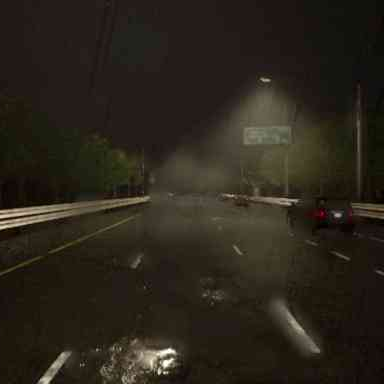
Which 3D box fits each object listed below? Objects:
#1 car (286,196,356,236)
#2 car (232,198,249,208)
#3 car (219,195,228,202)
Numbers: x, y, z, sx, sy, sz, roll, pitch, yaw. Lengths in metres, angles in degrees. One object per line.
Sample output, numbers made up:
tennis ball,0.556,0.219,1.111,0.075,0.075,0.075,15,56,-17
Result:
car,7.016,1.221,18.650,2.150,2.045,5.566,0,0,0
car,7.111,1.519,48.952,2.033,1.411,5.357,0,0,0
car,7.205,1.486,76.086,2.033,1.411,5.357,0,0,0
